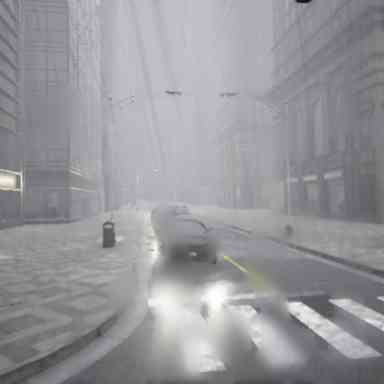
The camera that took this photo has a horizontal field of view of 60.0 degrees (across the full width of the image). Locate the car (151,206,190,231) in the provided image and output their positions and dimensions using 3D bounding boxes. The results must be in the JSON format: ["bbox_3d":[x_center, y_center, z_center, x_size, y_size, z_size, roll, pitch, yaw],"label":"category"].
[{"bbox_3d":[-1.696,2.025,23.034,2.128,1.511,4.902,-1,-1,-8],"label":"car"}]

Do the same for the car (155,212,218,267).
[{"bbox_3d":[-0.312,1.775,12.950,1.882,1.535,5.008,-1,-1,-8],"label":"car"}]

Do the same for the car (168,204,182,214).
[{"bbox_3d":[-2.763,2.669,53.647,1.812,1.442,4.674,-1,-1,-8],"label":"car"}]

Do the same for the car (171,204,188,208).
[{"bbox_3d":[-1.400,2.485,44.108,2.033,1.411,5.357,-1,-1,-7],"label":"car"}]
